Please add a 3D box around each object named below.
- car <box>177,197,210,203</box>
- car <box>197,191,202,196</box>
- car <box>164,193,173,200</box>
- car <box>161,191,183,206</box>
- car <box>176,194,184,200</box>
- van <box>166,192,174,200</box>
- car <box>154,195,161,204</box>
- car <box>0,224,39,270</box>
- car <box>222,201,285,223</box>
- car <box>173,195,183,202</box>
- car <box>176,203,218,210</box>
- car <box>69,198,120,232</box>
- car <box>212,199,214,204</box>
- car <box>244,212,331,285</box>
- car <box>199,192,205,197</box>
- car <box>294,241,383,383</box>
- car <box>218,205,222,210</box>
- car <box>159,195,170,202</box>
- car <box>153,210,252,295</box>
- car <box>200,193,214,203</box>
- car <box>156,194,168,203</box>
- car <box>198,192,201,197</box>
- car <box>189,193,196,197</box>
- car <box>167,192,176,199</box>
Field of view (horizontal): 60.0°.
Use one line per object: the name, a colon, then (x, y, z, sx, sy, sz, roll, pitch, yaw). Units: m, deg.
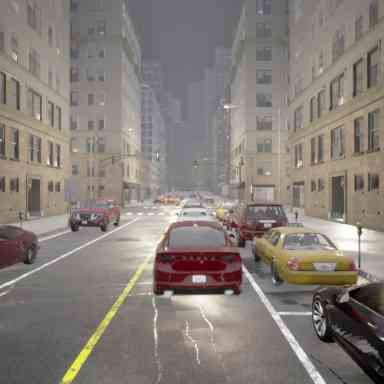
car: (0.132, 1.448, 27.703, 2.128, 1.511, 4.902, 0, 0, 0)
car: (2.941, 1.024, 90.400, 1.967, 1.590, 4.097, 1, 0, 0)
car: (-5.605, 1.108, 79.577, 1.967, 1.590, 4.097, 1, 0, 0)
car: (-3.051, 1.204, 51.711, 2.097, 1.767, 4.553, 0, 0, 2)
car: (-2.849, 1.184, 80.714, 1.812, 1.442, 4.674, 0, 0, 0)
van: (-5.593, 0.968, 84.999, 1.690, 1.788, 3.998, 1, 0, 0)
car: (-5.648, 1.362, 57.884, 1.887, 1.381, 4.507, 0, 0, 0)
car: (-5.743, 1.577, 9.120, 1.802, 1.307, 4.206, 0, 0, 0)
car: (2.795, 1.302, 14.651, 2.192, 1.841, 5.009, 0, 0, 0)
car: (-2.868, 1.288, 70.445, 1.994, 1.385, 4.181, 0, 0, 0)
car: (0.129, 1.508, 16.989, 1.812, 1.442, 4.674, 0, 0, 0)
car: (-5.720, 1.291, 20.226, 2.192, 1.841, 5.009, 0, 0, 0)
car: (2.815, 1.486, 25.926, 1.752, 1.417, 4.829, 0, 0, 0)
car: (2.784, 1.520, 9.267, 1.752, 1.417, 4.829, 0, 0, 0)
car: (2.899, 1.272, 68.877, 1.752, 1.417, 4.829, 1, 0, 0)
car: (2.772, 1.566, 3.546, 1.947, 1.339, 4.313, 0, 0, 0)
car: (2.805, 1.558, 20.202, 1.802, 1.307, 4.206, 0, 0, 0)
car: (-5.627, 1.292, 68.731, 1.887, 1.381, 4.507, 1, 0, 0)
car: (0.087, 1.473, 8.729, 1.882, 1.535, 5.008, 0, 0, -1)
car: (2.877, 1.368, 57.860, 2.008, 1.369, 4.403, 0, 0, 0)
car: (-5.636, 1.224, 63.308, 1.967, 1.590, 4.097, 1, 0, 0)
car: (2.919, 1.250, 79.556, 1.802, 1.307, 4.206, 1, 0, 0)
car: (0.175, 1.061, 93.182, 1.837, 1.490, 4.892, 0, 0, 0)
car: (-5.583, 0.899, 90.422, 2.192, 1.841, 5.009, 1, 0, 0)
